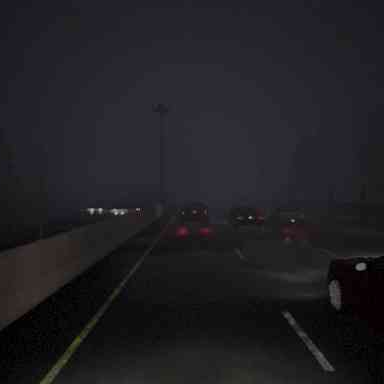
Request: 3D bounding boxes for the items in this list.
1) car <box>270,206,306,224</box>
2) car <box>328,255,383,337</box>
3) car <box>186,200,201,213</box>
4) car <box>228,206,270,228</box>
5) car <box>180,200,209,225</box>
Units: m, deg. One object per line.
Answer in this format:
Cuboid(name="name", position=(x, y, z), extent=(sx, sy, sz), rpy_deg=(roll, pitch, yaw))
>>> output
Cuboid(name="car", position=(7.158, 1.745, 25.756), extent=(1.895, 1.301, 4.718), rpy_deg=(0, 0, 0))
Cuboid(name="car", position=(3.610, 1.504, 4.610), extent=(1.882, 1.535, 5.008), rpy_deg=(0, 0, 0))
Cuboid(name="car", position=(0.128, 1.752, 40.768), extent=(1.812, 1.442, 4.674), rpy_deg=(0, 0, -1))
Cuboid(name="car", position=(3.652, 1.677, 23.232), extent=(2.033, 1.411, 5.357), rpy_deg=(0, 0, 0))
Cuboid(name="car", position=(0.162, 1.497, 25.783), extent=(2.097, 1.767, 4.553), rpy_deg=(0, 0, 0))
